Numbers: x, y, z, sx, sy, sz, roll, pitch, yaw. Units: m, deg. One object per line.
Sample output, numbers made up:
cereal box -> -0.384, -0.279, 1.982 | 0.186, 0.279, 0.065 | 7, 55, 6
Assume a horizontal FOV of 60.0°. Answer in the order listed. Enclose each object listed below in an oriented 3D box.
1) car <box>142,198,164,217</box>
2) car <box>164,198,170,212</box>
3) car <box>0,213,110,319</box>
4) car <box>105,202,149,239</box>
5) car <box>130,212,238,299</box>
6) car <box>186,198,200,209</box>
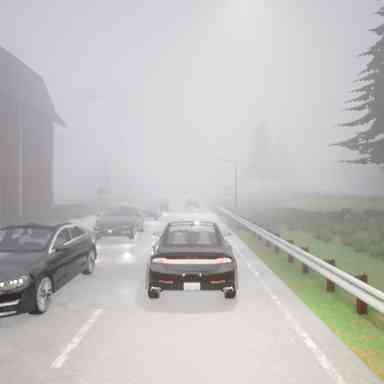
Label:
car -> -3.601, 1.472, 27.319 | 1.812, 1.442, 4.674 | 0, 0, 0
car -> -3.563, 1.402, 37.807 | 1.882, 1.535, 5.008 | 0, 0, 0
car -> -3.602, 1.478, 7.583 | 2.128, 1.511, 4.902 | 0, 0, 0
car -> -3.603, 1.472, 17.054 | 1.837, 1.490, 4.892 | 0, 0, 0
car -> -0.002, 1.479, 8.403 | 2.128, 1.511, 4.902 | 0, 0, 0
car -> 0.069, 1.462, 44.424 | 2.033, 1.411, 5.357 | 0, 0, 0
